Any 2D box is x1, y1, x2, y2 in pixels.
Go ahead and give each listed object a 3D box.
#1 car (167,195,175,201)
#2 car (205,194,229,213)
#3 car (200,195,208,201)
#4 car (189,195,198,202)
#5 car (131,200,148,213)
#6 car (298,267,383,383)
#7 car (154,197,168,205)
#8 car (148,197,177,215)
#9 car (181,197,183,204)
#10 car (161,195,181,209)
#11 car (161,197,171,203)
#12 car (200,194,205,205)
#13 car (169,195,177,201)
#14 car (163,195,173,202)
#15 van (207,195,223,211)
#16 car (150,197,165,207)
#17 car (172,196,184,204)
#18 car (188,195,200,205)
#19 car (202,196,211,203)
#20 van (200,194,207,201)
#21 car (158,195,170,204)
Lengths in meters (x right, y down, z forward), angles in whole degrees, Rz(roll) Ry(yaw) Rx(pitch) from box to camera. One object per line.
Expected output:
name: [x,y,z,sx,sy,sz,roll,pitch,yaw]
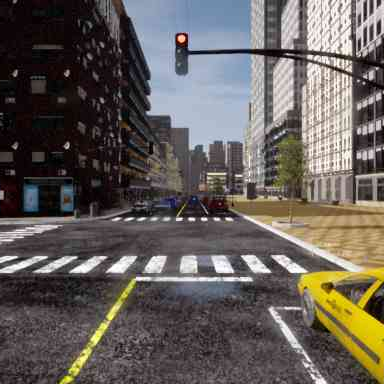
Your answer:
car: [-5.305,1.610,85.990,1.752,1.417,4.829,0,0,0]
car: [2.849,1.326,36.383,2.192,1.841,5.009,0,0,0]
car: [3.076,1.611,86.292,1.752,1.417,4.829,0,0,0]
car: [0.350,1.567,76.587,1.837,1.490,4.892,0,0,0]
car: [-5.529,1.562,36.420,2.008,1.369,4.403,0,0,0]
car: [2.705,1.525,4.140,1.752,1.417,4.829,0,0,0]
car: [-5.430,1.582,58.526,1.887,1.381,4.507,0,0,0]
car: [-2.944,1.557,34.111,2.033,1.411,5.357,0,0,0]
car: [-2.826,1.534,53.743,1.837,1.490,4.892,0,0,1]
car: [-2.889,1.495,43.930,1.882,1.535,5.008,0,0,0]
car: [-5.380,1.637,69.580,1.802,1.307,4.206,0,0,0]
car: [2.949,1.352,58.488,2.192,1.841,5.009,0,0,0]
car: [-5.279,1.641,91.685,1.887,1.381,4.507,0,0,0]
car: [-5.355,1.504,75.107,1.967,1.590,4.097,0,0,0]
van: [2.874,1.357,41.909,1.690,1.788,3.998,0,0,0]
car: [-5.455,1.580,53.000,2.008,1.369,4.403,0,0,0]
car: [-2.712,1.537,63.988,2.128,1.511,4.902,0,0,0]
car: [0.378,1.396,61.669,2.097,1.767,4.553,0,0,0]
car: [3.000,1.600,69.542,1.887,1.381,4.507,0,0,0]
van: [3.100,1.438,91.648,1.690,1.788,3.998,0,0,0]
car: [-5.405,1.486,64.053,1.967,1.590,4.097,0,0,0]
